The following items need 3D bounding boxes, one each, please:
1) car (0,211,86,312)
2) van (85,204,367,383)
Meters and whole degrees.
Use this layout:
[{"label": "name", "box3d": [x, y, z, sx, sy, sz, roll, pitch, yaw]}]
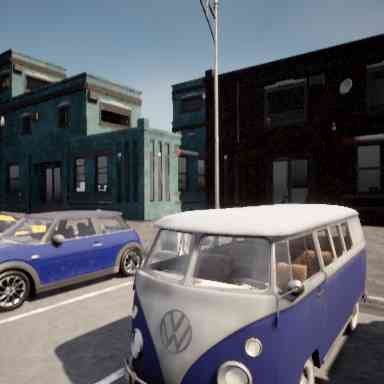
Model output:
[{"label": "car", "box3d": [-3.285, 1.282, 7.737, 2.185, 1.767, 4.553, 0, 0, 36]}, {"label": "van", "box3d": [1.055, 1.198, 4.460, 1.878, 1.987, 4.442, 0, 0, 35]}]
